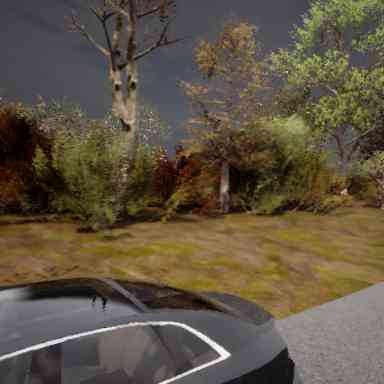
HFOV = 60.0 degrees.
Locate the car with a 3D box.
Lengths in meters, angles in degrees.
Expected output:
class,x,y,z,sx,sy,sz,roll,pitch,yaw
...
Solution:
class,x,y,z,sx,sy,sz,roll,pitch,yaw
car,-1.368,1.488,2.151,4.892,1.490,1.837,0,0,-36
